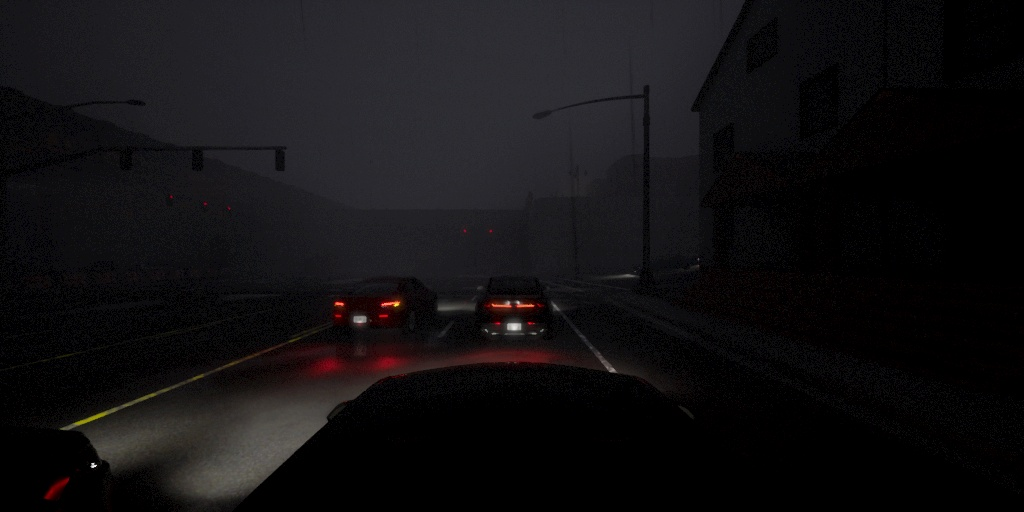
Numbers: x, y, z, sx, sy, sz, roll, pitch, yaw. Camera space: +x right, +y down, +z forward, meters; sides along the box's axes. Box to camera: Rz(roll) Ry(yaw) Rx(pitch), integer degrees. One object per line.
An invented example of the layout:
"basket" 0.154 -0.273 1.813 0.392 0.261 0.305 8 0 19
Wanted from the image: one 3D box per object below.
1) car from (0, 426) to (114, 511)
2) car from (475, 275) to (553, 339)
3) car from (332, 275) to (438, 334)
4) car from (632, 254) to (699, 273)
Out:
"car" -3.401 1.255 0.168 1.837 1.490 4.892 0 0 0
"car" 0.044 1.254 10.034 1.837 1.490 4.892 0 0 0
"car" -3.451 1.275 10.451 1.812 1.442 4.674 0 0 0
"car" 13.035 0.601 30.422 5.357 1.411 2.033 -7 0 -1
